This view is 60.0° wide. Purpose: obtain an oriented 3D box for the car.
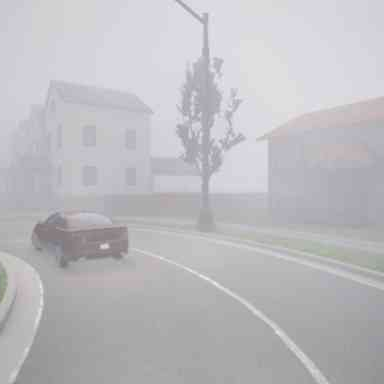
[{"bbox_3d":[-3.831,1.315,10.988,1.882,1.535,5.008,-1,1,-37],"label":"car"}]
